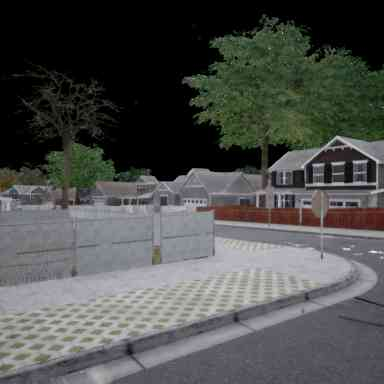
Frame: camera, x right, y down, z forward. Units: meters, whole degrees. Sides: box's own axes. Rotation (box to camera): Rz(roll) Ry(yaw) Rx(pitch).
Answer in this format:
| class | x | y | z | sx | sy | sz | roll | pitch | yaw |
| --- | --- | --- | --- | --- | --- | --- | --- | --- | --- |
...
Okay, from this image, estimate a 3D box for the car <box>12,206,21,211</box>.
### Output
| class | x | y | z | sx | sy | sz | roll | pitch | yaw |
| --- | --- | --- | --- | --- | --- | --- | --- | --- | --- |
| car | -40.099 | 3.935 | 74.854 | 5.357 | 1.411 | 2.033 | -2 | -2 | 40 |
